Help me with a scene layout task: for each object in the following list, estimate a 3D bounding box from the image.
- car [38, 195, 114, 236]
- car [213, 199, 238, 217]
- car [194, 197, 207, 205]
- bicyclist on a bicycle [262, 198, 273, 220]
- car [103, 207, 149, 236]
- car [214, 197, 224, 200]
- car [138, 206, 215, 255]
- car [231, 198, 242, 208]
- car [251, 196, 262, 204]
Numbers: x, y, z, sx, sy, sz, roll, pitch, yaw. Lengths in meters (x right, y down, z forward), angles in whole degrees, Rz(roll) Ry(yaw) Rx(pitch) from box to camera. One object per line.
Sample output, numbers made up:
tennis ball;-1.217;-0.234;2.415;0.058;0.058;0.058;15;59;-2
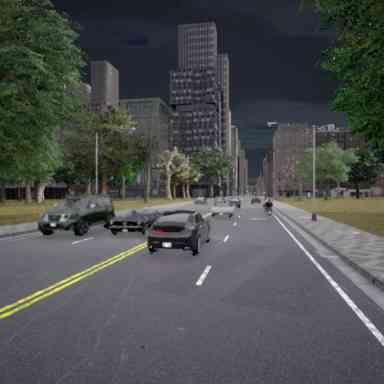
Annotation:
car;-6.210;1.231;18.769;2.150;2.045;5.566;0;0;11
car;3.027;1.634;31.694;1.895;1.301;4.718;0;0;11
car;1.599;1.628;60.303;1.812;1.442;4.674;0;0;11
bicyclist on a bicycle;6.294;1.396;27.171;0.659;1.776;1.843;0;0;11
car;-2.928;1.611;18.642;1.895;1.301;4.718;0;0;11
car;5.051;1.600;61.047;2.128;1.511;4.902;0;0;11
car;-0.383;1.510;13.489;1.837;1.490;4.892;0;0;11
car;6.280;1.602;49.130;1.812;1.442;4.674;0;0;10
car;12.908;1.634;66.785;1.837;1.490;4.892;0;0;11
